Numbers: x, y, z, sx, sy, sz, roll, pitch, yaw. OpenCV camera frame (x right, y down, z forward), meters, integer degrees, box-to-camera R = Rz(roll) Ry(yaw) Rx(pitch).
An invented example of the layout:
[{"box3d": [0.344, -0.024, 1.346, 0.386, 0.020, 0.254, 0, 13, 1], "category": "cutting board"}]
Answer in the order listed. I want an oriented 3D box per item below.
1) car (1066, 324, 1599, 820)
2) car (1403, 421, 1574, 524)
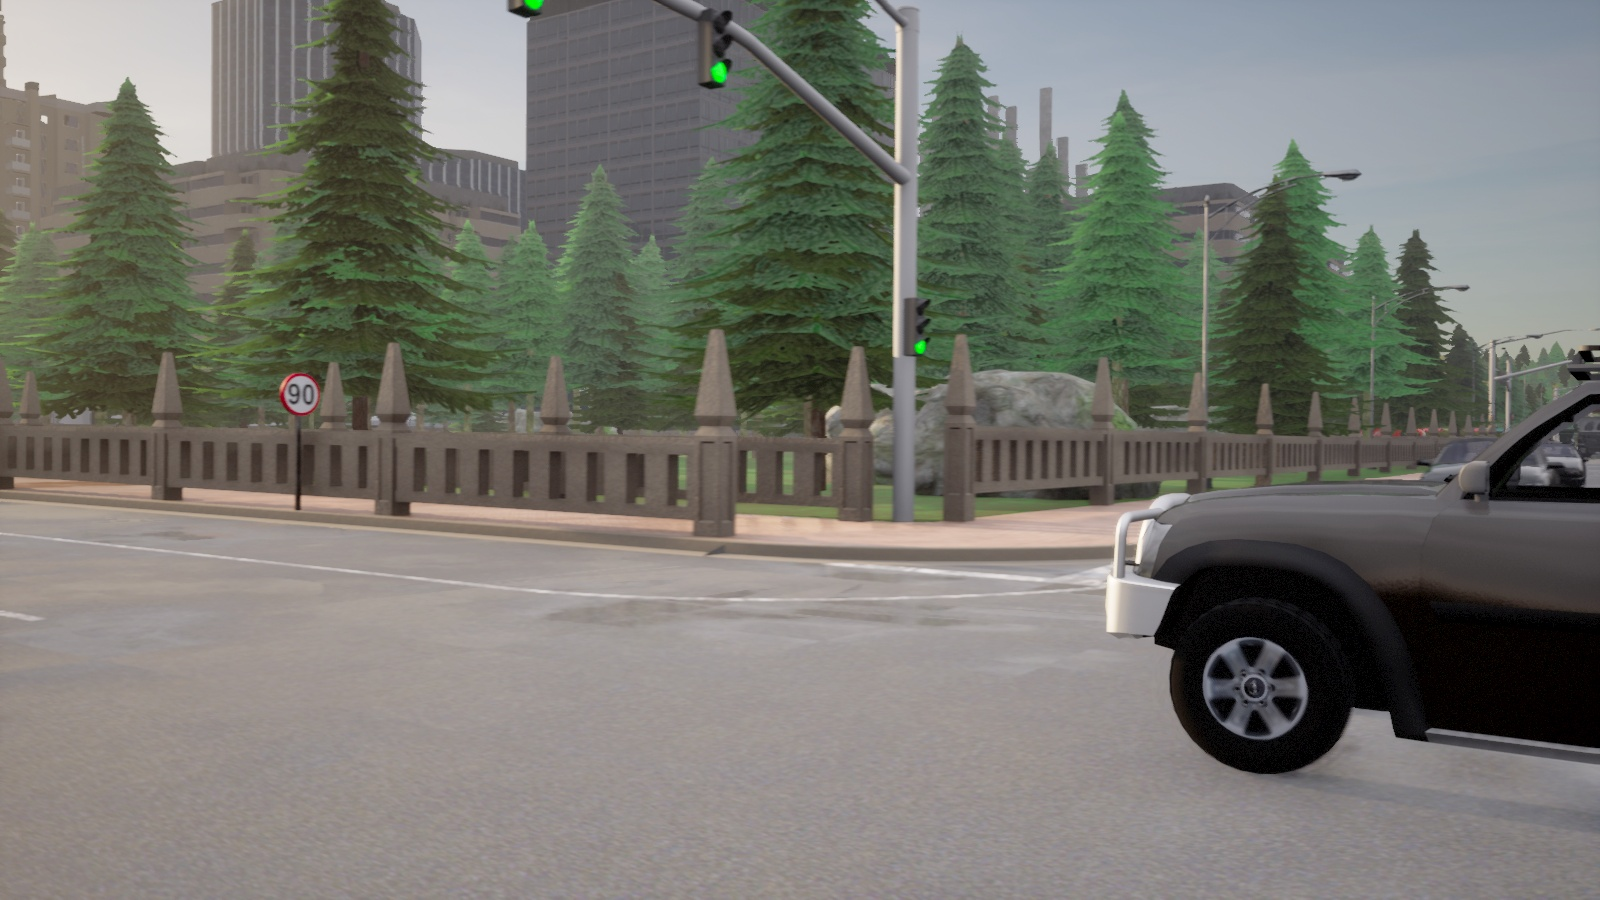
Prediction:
[{"box3d": [3.694, 0.441, 5.368, 4.605, 1.855, 1.932, 0, 1, 34], "category": "car"}, {"box3d": [11.642, 0.295, 21.043, 2.128, 1.511, 4.902, 0, 1, 33], "category": "car"}]
